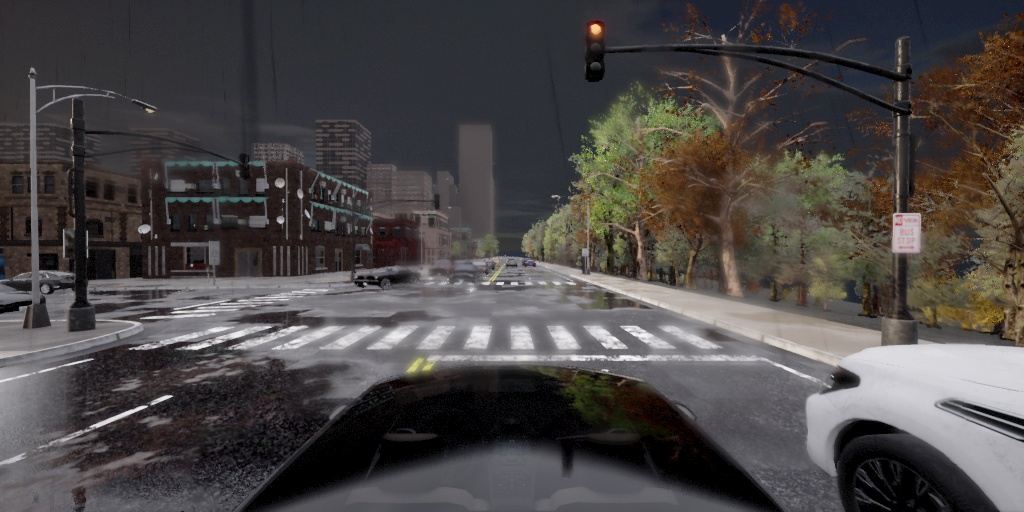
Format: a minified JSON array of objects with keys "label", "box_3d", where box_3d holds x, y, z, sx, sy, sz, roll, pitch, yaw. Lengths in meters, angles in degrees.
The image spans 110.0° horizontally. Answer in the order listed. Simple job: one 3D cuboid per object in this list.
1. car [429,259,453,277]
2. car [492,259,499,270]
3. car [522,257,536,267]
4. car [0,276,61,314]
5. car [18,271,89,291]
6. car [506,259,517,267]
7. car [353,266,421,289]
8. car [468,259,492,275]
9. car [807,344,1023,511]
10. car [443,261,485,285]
[{"label":"car","box_3d":[-6.661,1.091,34.993,2.097,1.767,4.553,0,0,0]},{"label":"car","box_3d":[-3.435,1.222,52.081,2.128,1.511,4.902,0,0,0]},{"label":"car","box_3d":[3.227,1.252,64.060,1.812,1.442,4.674,0,0,0]},{"label":"car","box_3d":[-19.969,1.565,13.115,4.313,1.339,1.948,0,0,0]},{"label":"car","box_3d":[-28.318,1.560,21.612,4.403,1.370,2.007,0,0,0]},{"label":"car","box_3d":[-0.030,1.290,64.091,1.994,1.385,4.181,0,0,0]},{"label":"car","box_3d":[-7.953,1.347,23.239,1.895,1.301,4.718,0,0,18]},{"label":"car","box_3d":[-3.417,1.264,38.301,1.812,1.442,4.674,0,0,0]},{"label":"car","box_3d":[3.356,0.972,0.357,2.150,2.045,5.566,0,0,0]},{"label":"car","box_3d":[-3.382,1.291,26.518,2.033,1.411,5.357,0,0,0]}]
